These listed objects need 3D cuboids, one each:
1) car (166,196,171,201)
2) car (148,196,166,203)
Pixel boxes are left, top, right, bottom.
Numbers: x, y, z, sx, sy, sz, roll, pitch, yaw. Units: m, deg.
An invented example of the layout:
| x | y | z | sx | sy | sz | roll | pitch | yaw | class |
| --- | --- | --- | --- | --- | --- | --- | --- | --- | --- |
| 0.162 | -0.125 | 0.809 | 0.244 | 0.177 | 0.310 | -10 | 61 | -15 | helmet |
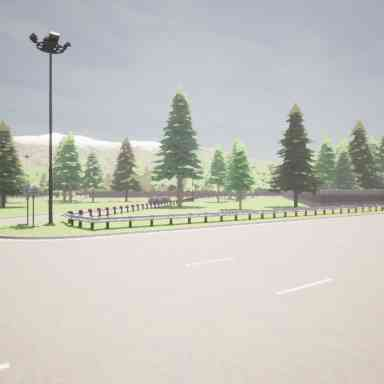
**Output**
| x | y | z | sx | sy | sz | roll | pitch | yaw | class |
| --- | --- | --- | --- | --- | --- | --- | --- | --- | --- |
| -5.586 | 1.525 | 69.766 | 1.812 | 1.442 | 4.674 | 0 | 0 | 5 | car |
| -6.563 | 1.491 | 59.644 | 2.128 | 1.511 | 4.902 | 0 | 0 | 6 | car |
